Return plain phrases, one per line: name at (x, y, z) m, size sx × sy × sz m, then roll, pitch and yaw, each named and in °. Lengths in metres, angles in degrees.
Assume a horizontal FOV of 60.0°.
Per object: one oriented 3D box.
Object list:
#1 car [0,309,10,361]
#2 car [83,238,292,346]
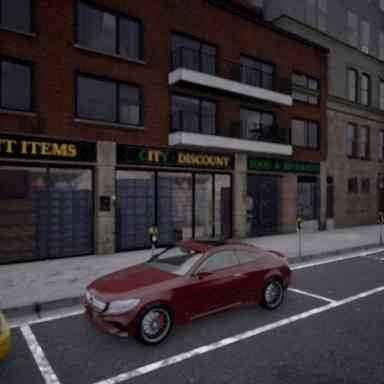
car at (-4.437, 1.523, 3.027) m, size 4.829 × 1.417 × 1.752 m, roll 0°, pitch 0°, yaw -35°
car at (0.145, 1.587, 6.285) m, size 4.206 × 1.307 × 1.802 m, roll 0°, pitch 0°, yaw -35°
